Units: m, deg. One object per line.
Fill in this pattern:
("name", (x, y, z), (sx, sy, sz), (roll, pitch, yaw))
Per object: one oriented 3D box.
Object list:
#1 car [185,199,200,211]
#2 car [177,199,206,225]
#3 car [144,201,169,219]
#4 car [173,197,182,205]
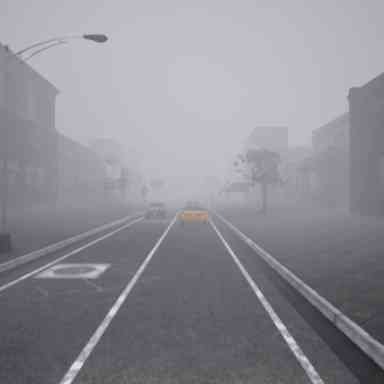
("car", (0.095, 1.613, 42.383), (1.837, 1.490, 4.892), (0, 0, 0))
("car", (0.098, 1.537, 24.711), (1.801, 1.575, 5.366), (0, 0, 0))
("car", (-3.094, 1.599, 29.855), (1.837, 1.490, 4.892), (0, 0, 0))
("car", (-3.005, 1.810, 71.689), (2.097, 1.767, 4.553), (0, -1, 0))
